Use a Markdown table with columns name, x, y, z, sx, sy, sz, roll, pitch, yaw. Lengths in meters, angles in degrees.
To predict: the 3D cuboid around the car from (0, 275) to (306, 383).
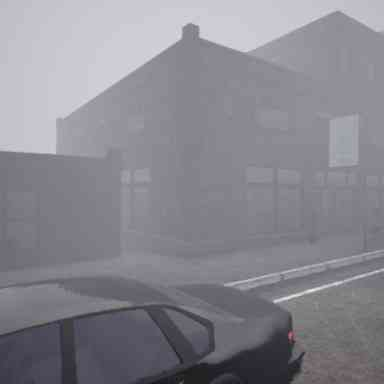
| name | x | y | z | sx | sy | sz | roll | pitch | yaw |
| --- | --- | --- | --- | --- | --- | --- | --- | --- | --- |
| car | -1.344 | 1.546 | 2.726 | 5.357 | 1.411 | 2.033 | 0 | 0 | -35 |
